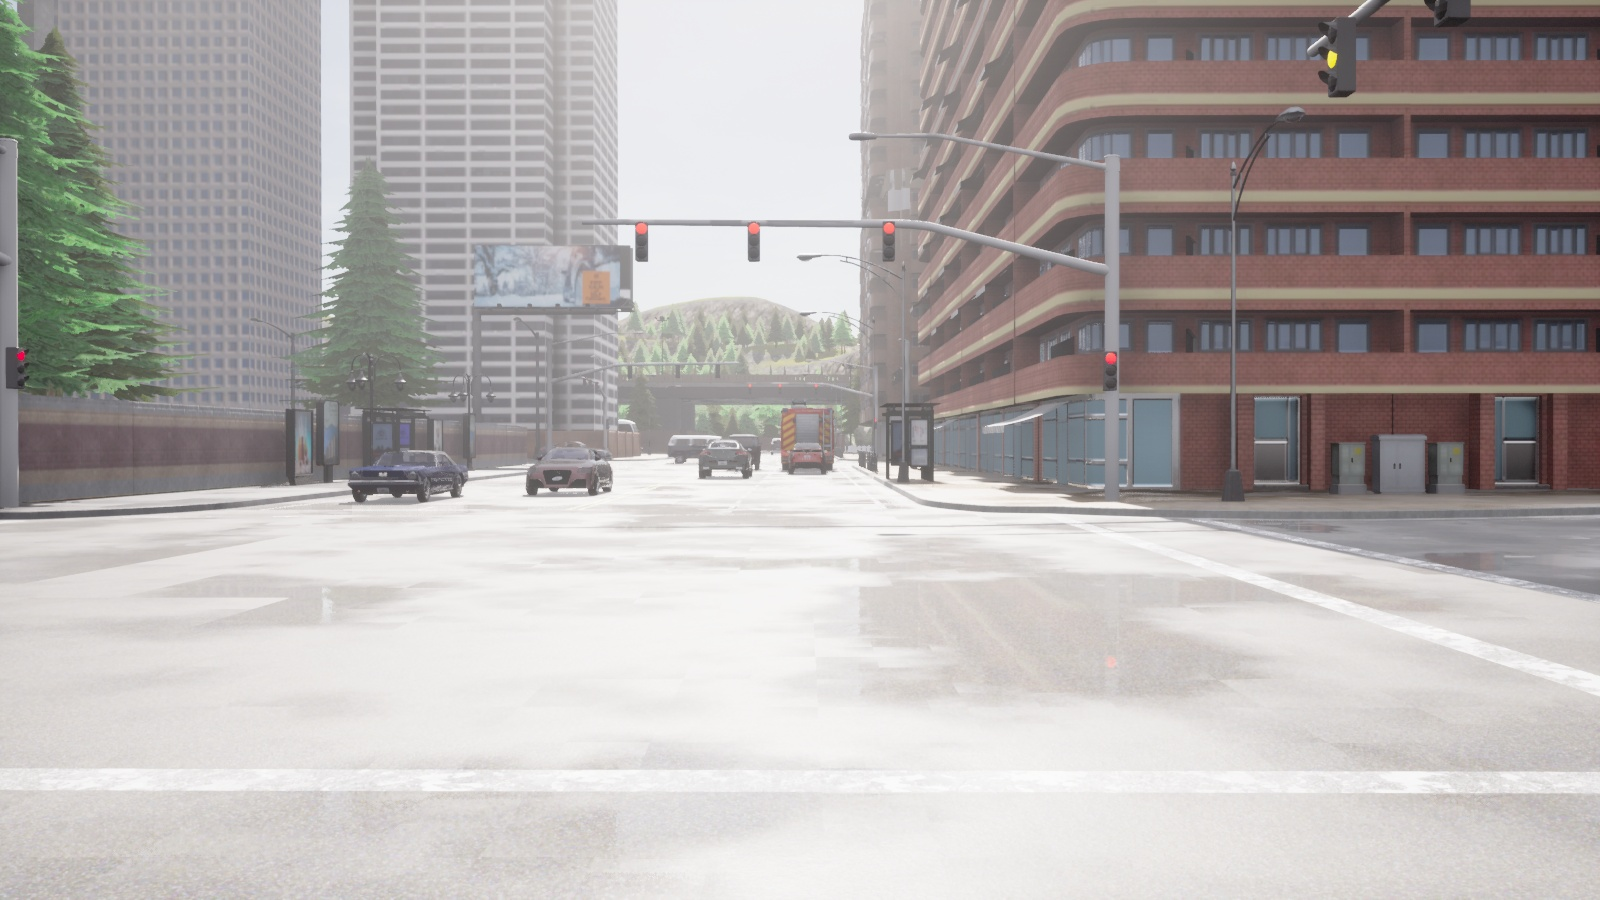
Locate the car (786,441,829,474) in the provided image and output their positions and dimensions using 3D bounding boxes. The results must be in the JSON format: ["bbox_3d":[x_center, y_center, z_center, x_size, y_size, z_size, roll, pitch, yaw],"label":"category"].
[{"bbox_3d":[0.355,0.351,60.665,2.007,1.525,4.514,0,0,0],"label":"car"}]

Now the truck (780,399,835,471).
[{"bbox_3d":[0.412,-0.817,70.674,2.891,3.827,8.468,0,0,0],"label":"truck"}]

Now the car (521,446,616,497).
[{"bbox_3d":[-6.770,0.595,37.184,1.994,1.385,4.181,0,0,1],"label":"car"}]

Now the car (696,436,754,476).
[{"bbox_3d":[-3.181,0.216,54.241,2.152,1.651,5.027,0,0,0],"label":"car"}]

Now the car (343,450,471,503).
[{"bbox_3d":[-10.299,0.651,33.270,1.895,1.301,4.718,0,0,0],"label":"car"}]

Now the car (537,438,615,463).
[{"bbox_3d":[-15.406,0.024,86.550,5.027,1.651,2.152,0,0,1],"label":"car"}]

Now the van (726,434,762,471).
[{"bbox_3d":[-3.095,0.104,69.619,1.775,1.987,4.442,0,0,0],"label":"van"}]

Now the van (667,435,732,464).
[{"bbox_3d":[-7.180,-0.044,89.959,4.480,2.038,2.069,0,0,1],"label":"van"}]
